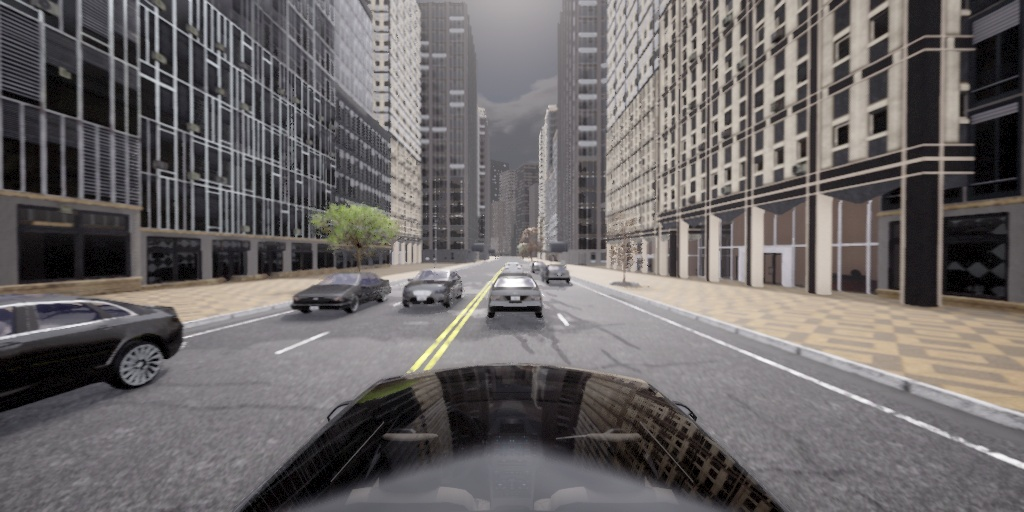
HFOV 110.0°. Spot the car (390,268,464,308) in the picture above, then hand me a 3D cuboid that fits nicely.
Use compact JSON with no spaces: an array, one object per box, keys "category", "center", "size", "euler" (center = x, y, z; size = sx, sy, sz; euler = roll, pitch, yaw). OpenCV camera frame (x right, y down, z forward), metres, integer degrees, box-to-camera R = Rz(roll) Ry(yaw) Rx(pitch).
[{"category":"car","center":[-3.266,1.288,15.498],"size":[2.128,1.511,4.902],"euler":[0,0,0]}]

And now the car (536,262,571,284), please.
[{"category":"car","center":[3.358,1.382,28.235],"size":[2.033,1.411,5.357],"euler":[0,0,-1]}]

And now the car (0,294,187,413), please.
[{"category":"car","center":[-6.565,1.251,4.100],"size":[2.128,1.511,4.902],"euler":[0,0,0]}]

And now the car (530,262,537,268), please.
[{"category":"car","center":[3.359,1.429,45.316],"size":[2.033,1.411,5.357],"euler":[0,0,0]}]

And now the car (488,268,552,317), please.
[{"category":"car","center":[0.102,1.336,13.364],"size":[2.033,1.411,5.357],"euler":[0,0,0]}]

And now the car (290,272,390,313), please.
[{"category":"car","center":[-6.499,1.340,14.455],"size":[2.033,1.411,5.357],"euler":[0,0,0]}]

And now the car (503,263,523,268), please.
[{"category":"car","center":[0.108,1.384,36.519],"size":[1.812,1.442,4.674],"euler":[0,0,0]}]
